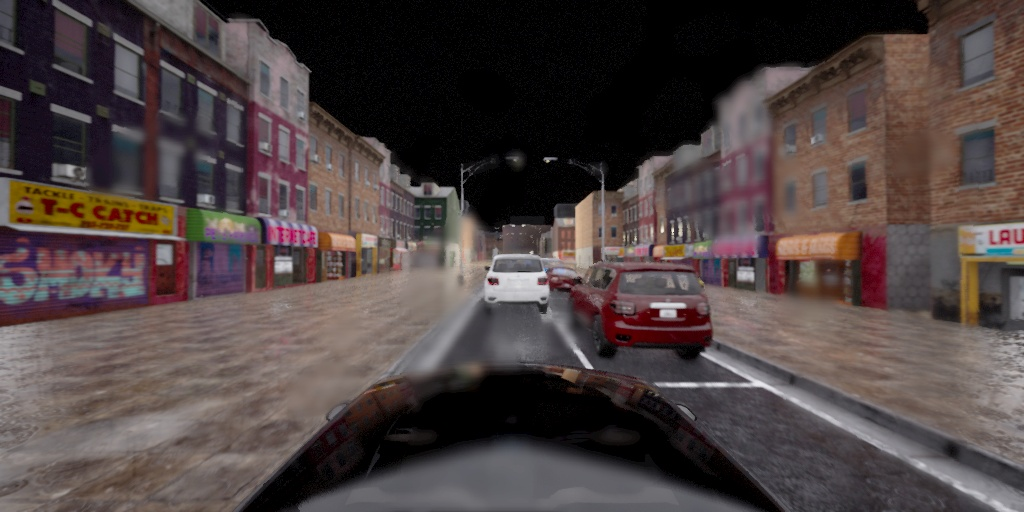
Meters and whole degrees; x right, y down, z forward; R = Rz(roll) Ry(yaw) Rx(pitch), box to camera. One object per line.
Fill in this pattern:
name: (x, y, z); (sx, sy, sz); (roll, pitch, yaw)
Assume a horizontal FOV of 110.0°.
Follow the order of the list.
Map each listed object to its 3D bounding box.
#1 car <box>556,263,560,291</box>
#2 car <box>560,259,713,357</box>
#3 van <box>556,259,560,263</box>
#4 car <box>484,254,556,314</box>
car: (2.632, 1.262, 19.554); (1.888, 1.381, 4.507); (0, 0, 0)
car: (2.636, 1.052, 8.472); (2.192, 1.841, 5.009); (0, 0, 0)
van: (2.630, 1.047, 25.094); (1.690, 1.789, 3.998); (0, 0, 0)
car: (0.118, 0.949, 13.853); (2.150, 2.045, 5.566); (0, 0, -2)
